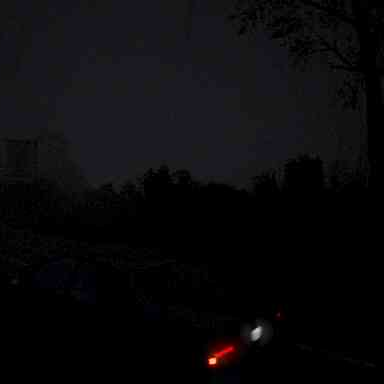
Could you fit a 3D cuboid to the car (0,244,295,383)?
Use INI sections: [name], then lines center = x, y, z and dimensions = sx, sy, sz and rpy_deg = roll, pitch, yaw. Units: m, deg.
[car]
center = -1.274, 1.557, 5.101
dimensions = 5.357, 1.411, 2.033
rpy_deg = 0, 0, 38
